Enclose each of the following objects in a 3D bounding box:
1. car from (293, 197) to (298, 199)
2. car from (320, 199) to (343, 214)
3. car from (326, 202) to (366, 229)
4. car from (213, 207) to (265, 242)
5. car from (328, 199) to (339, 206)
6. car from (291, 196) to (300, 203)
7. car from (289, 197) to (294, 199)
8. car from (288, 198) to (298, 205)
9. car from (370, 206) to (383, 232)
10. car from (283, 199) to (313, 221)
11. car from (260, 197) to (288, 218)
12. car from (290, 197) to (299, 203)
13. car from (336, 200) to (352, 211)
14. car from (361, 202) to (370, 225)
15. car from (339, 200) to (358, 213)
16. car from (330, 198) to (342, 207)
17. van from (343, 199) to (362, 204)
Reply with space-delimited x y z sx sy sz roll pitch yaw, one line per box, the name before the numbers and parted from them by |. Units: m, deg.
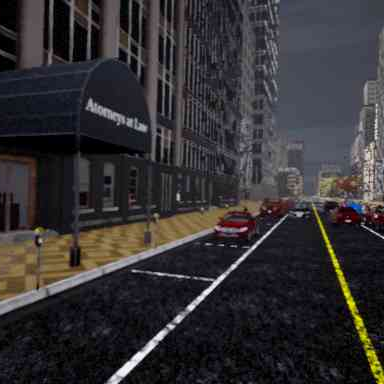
car | 18.817 1.922 63.669 1.887 1.381 4.507 2 0 19
car | 16.552 1.861 39.750 1.837 1.490 4.892 1 0 19
car | 11.088 1.767 24.200 1.812 1.442 4.674 1 0 19
car | 2.304 1.617 16.631 1.802 1.307 4.206 2 0 19
car | 30.448 2.178 71.506 1.752 1.417 4.829 2 0 19
car | 27.994 2.006 89.802 1.967 1.590 4.097 2 0 19
car | 13.313 1.808 47.990 1.887 1.381 4.507 2 0 19
car | 22.486 2.004 74.122 2.008 1.369 4.403 2 0 19
car | 12.051 1.587 19.081 2.192 1.841 5.009 2 0 19
car | 9.681 1.691 29.744 2.128 1.511 4.902 1 0 20
car | 7.815 1.465 32.310 2.192 1.841 5.009 2 0 19
car | 26.156 2.073 84.575 1.887 1.381 4.507 2 0 19
car | 23.109 2.027 50.601 1.752 1.417 4.829 2 0 19
car | 13.882 1.750 24.308 1.967 1.590 4.097 2 0 19
car | 21.221 1.902 45.214 1.967 1.590 4.097 2 0 19
car | 28.560 2.054 66.120 1.967 1.590 4.097 2 0 19
van | 19.389 1.765 39.987 1.690 1.788 3.998 2 0 19
